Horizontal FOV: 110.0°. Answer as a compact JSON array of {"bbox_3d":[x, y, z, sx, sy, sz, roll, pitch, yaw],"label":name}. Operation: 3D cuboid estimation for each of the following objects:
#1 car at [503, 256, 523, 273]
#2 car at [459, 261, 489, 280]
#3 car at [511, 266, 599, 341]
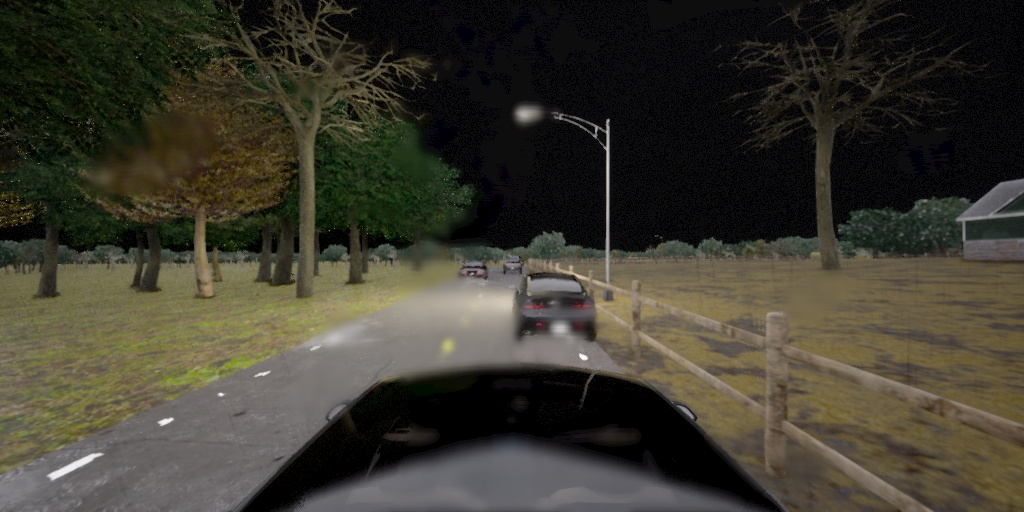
[{"bbox_3d":[0.080,0.976,36.811,2.128,1.511,4.902,0,0,0],"label":"car"},{"bbox_3d":[-2.839,1.084,27.521,1.994,1.385,4.181,0,0,0],"label":"car"},{"bbox_3d":[0.965,1.179,9.546,1.837,1.490,4.892,0,1,0],"label":"car"}]
